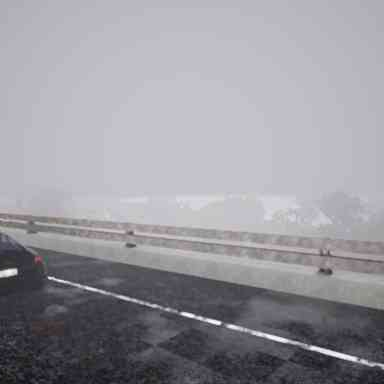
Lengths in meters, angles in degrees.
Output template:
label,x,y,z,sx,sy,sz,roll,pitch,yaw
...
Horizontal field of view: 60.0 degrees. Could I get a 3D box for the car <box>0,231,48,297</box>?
label,x,y,z,sx,sy,sz,roll,pitch,yaw
car,-5.245,1.566,7.759,4.181,1.385,1.994,0,0,36
